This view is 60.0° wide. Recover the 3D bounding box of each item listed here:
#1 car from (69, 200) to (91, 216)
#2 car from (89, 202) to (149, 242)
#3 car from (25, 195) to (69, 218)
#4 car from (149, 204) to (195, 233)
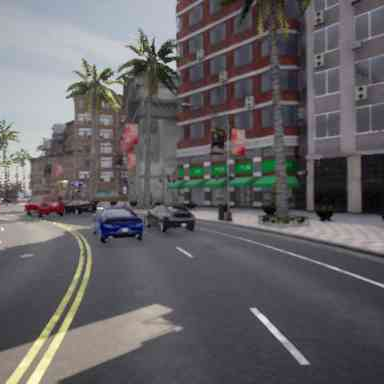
[{"bbox_3d":[-11.620,1.557,34.398,1.882,1.535,5.008,-1,0,-42],"label":"car"},{"bbox_3d":[-3.840,1.497,16.692,1.882,1.535,5.008,0,0,-22],"label":"car"},{"bbox_3d":[-14.321,1.331,32.261,2.150,2.045,5.566,-1,0,-42],"label":"car"},{"bbox_3d":[-1.421,1.496,19.737,1.837,1.490,4.892,0,0,-24],"label":"car"}]
